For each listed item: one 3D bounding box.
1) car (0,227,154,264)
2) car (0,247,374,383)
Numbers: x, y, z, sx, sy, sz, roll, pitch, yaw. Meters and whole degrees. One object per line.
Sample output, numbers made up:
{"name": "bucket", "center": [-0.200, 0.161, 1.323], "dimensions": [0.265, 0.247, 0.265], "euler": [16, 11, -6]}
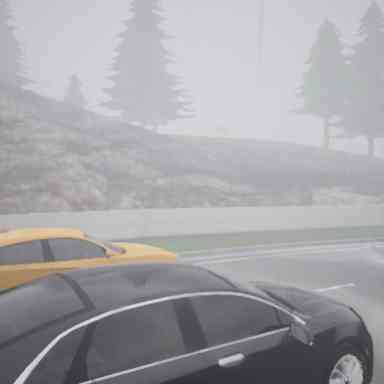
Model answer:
{"name": "car", "center": [-2.529, 1.407, 6.191], "dimensions": [5.008, 1.535, 1.882], "euler": [0, 0, -34]}
{"name": "car", "center": [-0.214, 1.471, 3.207], "dimensions": [4.892, 1.490, 1.837], "euler": [0, 0, -33]}
